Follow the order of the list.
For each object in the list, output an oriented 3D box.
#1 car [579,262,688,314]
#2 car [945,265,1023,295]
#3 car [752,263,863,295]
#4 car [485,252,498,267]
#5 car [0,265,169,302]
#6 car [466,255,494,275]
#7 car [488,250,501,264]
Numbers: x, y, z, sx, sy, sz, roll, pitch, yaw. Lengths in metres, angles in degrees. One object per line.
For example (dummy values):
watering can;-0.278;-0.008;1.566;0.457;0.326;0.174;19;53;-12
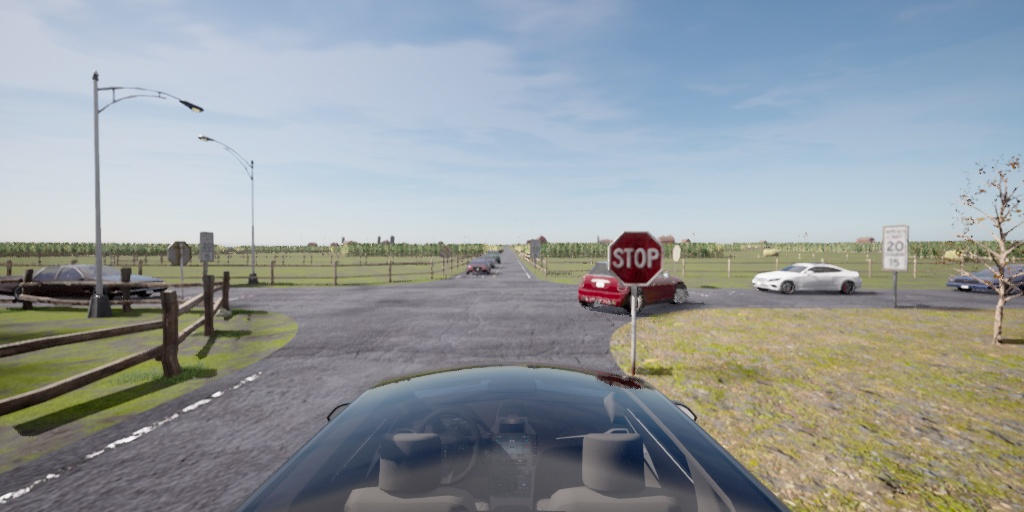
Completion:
car;4.558;0.962;13.238;4.553;1.767;2.097;0;2;-40
car;25.030;1.140;17.719;5.357;1.411;2.033;0;1;0
car;14.483;1.089;17.675;4.674;1.442;1.812;0;1;0
car;-2.913;0.655;41.717;1.837;1.490;4.892;0;1;0
car;-17.409;1.069;14.596;5.357;1.411;2.033;0;1;0
car;-2.890;0.878;31.400;1.994;1.385;4.181;0;1;-2
car;-2.902;0.146;55.435;2.150;2.045;5.566;0;1;0
